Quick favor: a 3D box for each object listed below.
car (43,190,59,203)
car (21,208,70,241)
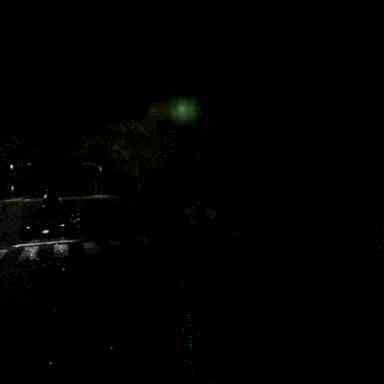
[{"bbox_3d":[-24.331,0.708,57.399,2.150,2.045,5.566,-2,3,-23],"label":"car"},{"bbox_3d":[-7.203,1.516,16.450,1.994,1.385,4.181,-2,2,-23],"label":"car"}]
